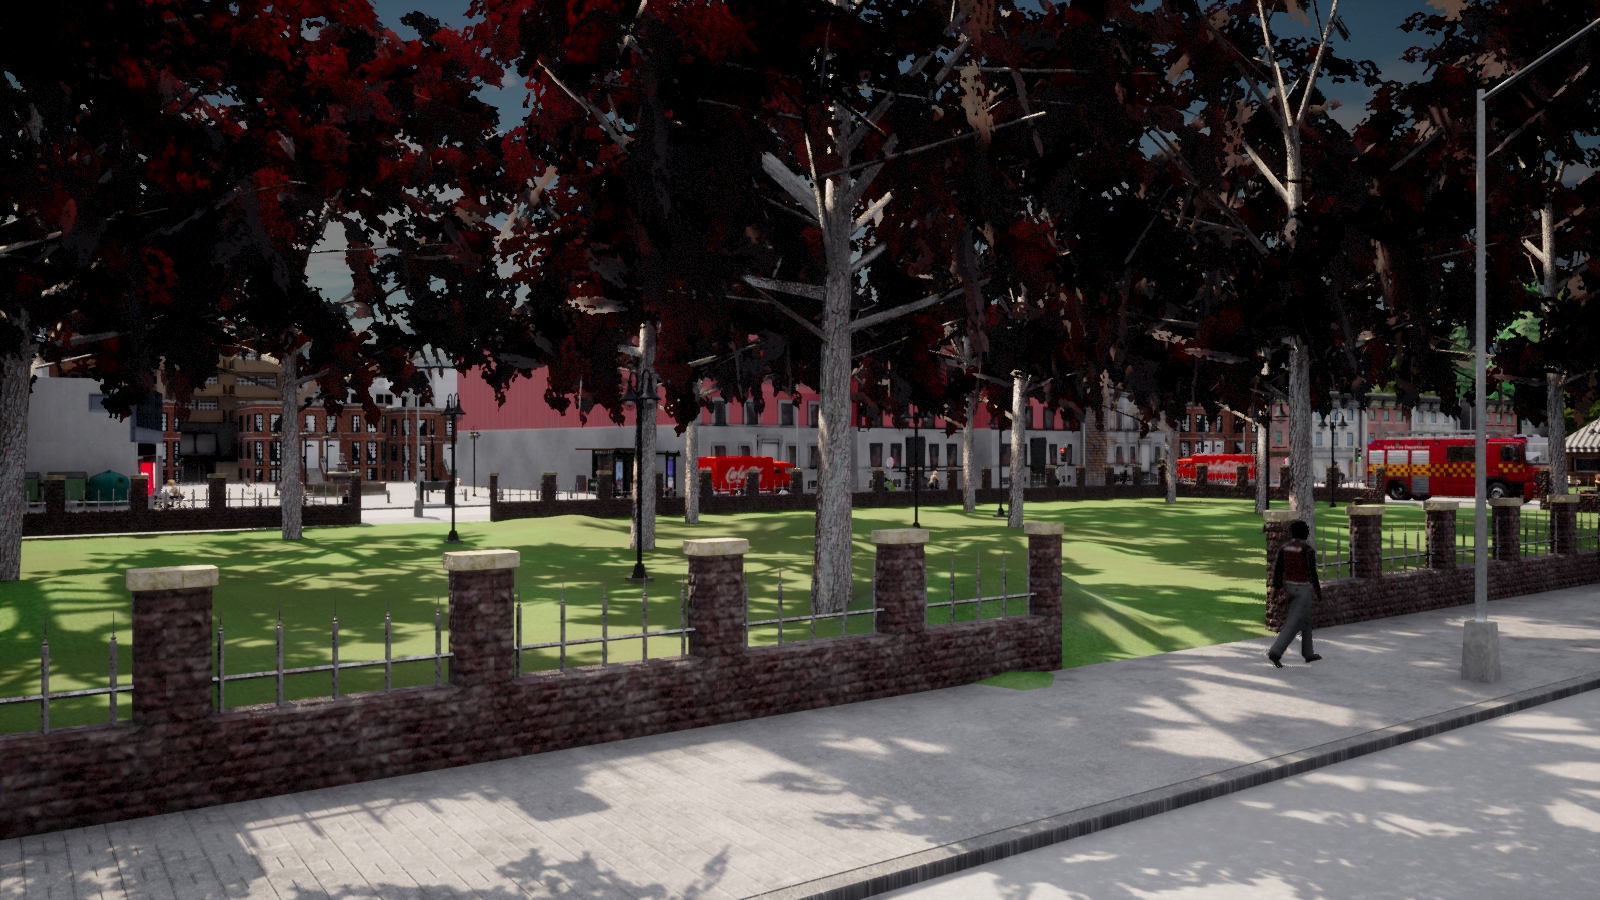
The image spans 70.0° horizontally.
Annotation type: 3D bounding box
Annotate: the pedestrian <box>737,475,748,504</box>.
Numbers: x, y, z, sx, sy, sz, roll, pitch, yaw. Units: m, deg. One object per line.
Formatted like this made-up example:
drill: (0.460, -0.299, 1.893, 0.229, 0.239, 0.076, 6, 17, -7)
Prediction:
pedestrian: (-2.617, 1.793, 51.998, 0.375, 1.300, 0.375, 0, 0, -34)

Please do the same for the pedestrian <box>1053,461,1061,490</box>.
pedestrian: (16.385, 1.606, 72.847, 0.375, 1.860, 0.375, 0, 0, 34)

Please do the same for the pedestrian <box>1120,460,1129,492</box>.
pedestrian: (19.019, 1.502, 66.969, 0.375, 1.860, 0.375, 0, 0, -32)

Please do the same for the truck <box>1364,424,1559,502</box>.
truck: (34.631, 0.645, 60.204, 2.891, 3.827, 8.468, 0, 0, -34)

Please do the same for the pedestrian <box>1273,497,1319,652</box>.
pedestrian: (6.128, 1.519, 14.118, 0.375, 1.860, 0.375, 0, 0, -26)

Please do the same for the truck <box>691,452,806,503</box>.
truck: (-2.582, 1.335, 57.891, 5.204, 2.467, 2.627, 0, 0, -35)
